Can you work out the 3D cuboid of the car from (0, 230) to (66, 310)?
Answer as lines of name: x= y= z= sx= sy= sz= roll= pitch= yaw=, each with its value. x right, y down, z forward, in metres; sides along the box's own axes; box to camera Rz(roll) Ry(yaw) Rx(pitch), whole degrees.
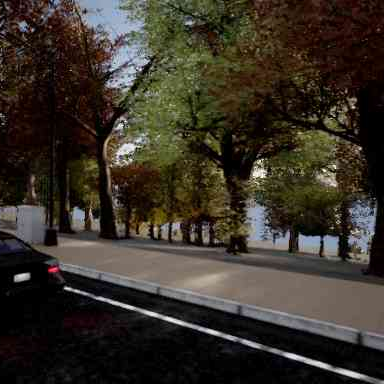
car: x=-4.974 y=1.525 z=7.304 sx=5.357 sy=1.411 sz=2.033 roll=0 pitch=0 yaw=37
